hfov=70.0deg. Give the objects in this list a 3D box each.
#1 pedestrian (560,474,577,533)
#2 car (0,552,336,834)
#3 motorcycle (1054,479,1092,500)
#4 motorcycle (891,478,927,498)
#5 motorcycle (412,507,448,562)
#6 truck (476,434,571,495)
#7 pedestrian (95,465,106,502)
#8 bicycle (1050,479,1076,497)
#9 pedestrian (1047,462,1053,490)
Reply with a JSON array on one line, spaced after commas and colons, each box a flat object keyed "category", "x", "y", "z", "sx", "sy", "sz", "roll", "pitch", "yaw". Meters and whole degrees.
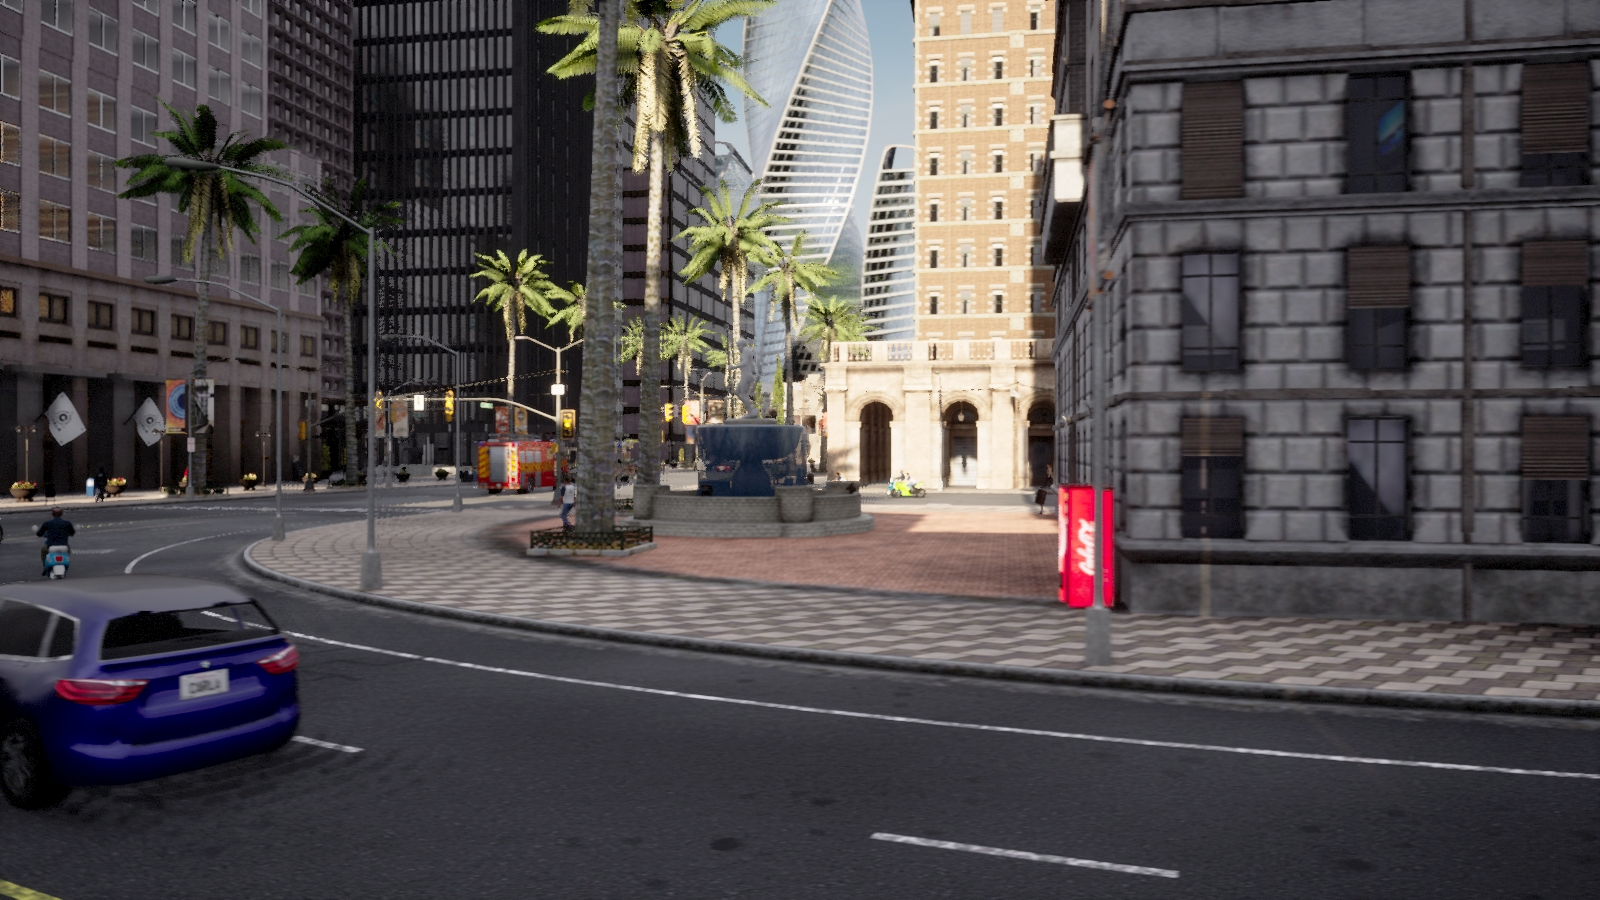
[{"category": "pedestrian", "x": -7.417, "y": 1.707, "z": 36.640, "sx": 0.375, "sy": 1.860, "sz": 0.375, "roll": 0, "pitch": 0, "yaw": 40}, {"category": "car", "x": -6.710, "y": 1.970, "z": 10.536, "sx": 4.611, "sy": 1.667, "sz": 2.242, "roll": 0, "pitch": 0, "yaw": 32}, {"category": "motorcycle", "x": 15.579, "y": 2.236, "z": 65.170, "sx": 2.033, "sy": 1.145, "sz": 0.803, "roll": 0, "pitch": 0, "yaw": 9}, {"category": "motorcycle", "x": 6.360, "y": 2.235, "z": 66.848, "sx": 2.033, "sy": 1.145, "sz": 0.803, "roll": 0, "pitch": 0, "yaw": 9}, {"category": "motorcycle", "x": -9.616, "y": 2.178, "z": 29.753, "sx": 0.764, "sy": 1.277, "sz": 2.356, "roll": 1, "pitch": 0, "yaw": -15}, {"category": "truck", "x": -18.190, "y": 0.913, "z": 75.873, "sx": 2.891, "sy": 3.827, "sz": 8.468, "roll": 0, "pitch": 0, "yaw": 11}, {"category": "pedestrian", "x": -35.428, "y": 1.713, "z": 57.855, "sx": 0.375, "sy": 1.860, "sz": 0.375, "roll": 0, "pitch": 0, "yaw": -11}, {"category": "bicycle", "x": 15.781, "y": 2.280, "z": 68.634, "sx": 1.487, "sy": 1.080, "sz": 0.859, "roll": 0, "pitch": 0, "yaw": 12}, {"category": "pedestrian", "x": 16.625, "y": 1.723, "z": 75.983, "sx": 0.375, "sy": 1.860, "sz": 0.375, "roll": 0, "pitch": 0, "yaw": 4}]
